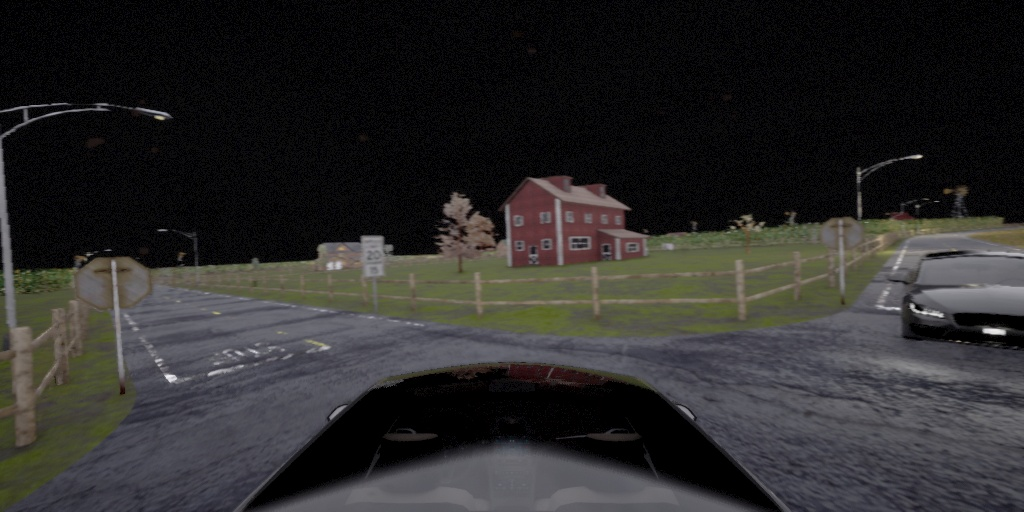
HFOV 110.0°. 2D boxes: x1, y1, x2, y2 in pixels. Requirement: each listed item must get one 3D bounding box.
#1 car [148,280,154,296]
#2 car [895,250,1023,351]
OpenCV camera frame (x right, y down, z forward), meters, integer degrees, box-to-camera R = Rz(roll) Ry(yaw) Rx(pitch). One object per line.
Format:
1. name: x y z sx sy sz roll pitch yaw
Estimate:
1. car: -35.731 2.948 34.000 4.553 1.767 2.097 -3 1 41
2. car: 8.680 0.685 6.727 4.892 1.490 1.837 -5 2 -42
